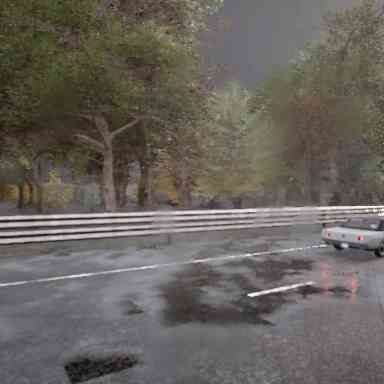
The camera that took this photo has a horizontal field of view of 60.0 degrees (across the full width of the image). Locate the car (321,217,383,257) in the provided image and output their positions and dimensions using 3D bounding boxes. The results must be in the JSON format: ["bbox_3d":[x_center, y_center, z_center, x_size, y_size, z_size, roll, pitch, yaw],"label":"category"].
[{"bbox_3d":[7.326,1.633,13.012,4.718,1.301,1.895,0,0,-32],"label":"car"}]
